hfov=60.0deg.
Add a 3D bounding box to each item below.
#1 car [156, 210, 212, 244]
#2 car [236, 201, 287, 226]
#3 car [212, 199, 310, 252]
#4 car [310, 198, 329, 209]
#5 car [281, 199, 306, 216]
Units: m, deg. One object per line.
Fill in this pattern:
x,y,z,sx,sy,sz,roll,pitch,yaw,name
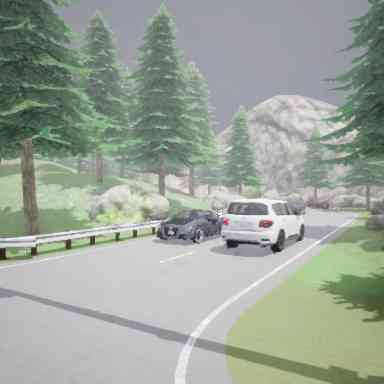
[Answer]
0.110,1.573,16.110,1.994,1.385,4.181,0,0,31,car
5.257,1.506,24.619,2.128,1.511,4.902,0,0,31,car
3.212,1.351,14.286,2.150,2.045,5.566,0,-1,31,car
16.513,1.593,44.578,1.812,1.442,4.674,2,0,-10,car
10.322,1.525,33.494,1.837,1.490,4.892,0,0,24,car
